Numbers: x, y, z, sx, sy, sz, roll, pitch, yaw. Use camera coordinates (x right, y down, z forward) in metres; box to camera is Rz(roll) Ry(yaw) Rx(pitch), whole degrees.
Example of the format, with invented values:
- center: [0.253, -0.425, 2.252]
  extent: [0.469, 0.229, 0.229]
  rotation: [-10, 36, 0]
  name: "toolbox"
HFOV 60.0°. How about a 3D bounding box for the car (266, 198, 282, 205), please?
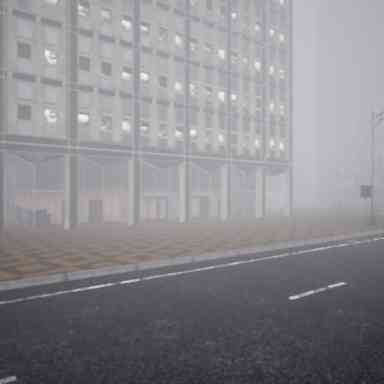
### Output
- center: [17.088, 2.000, 69.781]
  extent: [1.882, 1.535, 5.008]
  rotation: [0, -1, -8]
  name: "car"
